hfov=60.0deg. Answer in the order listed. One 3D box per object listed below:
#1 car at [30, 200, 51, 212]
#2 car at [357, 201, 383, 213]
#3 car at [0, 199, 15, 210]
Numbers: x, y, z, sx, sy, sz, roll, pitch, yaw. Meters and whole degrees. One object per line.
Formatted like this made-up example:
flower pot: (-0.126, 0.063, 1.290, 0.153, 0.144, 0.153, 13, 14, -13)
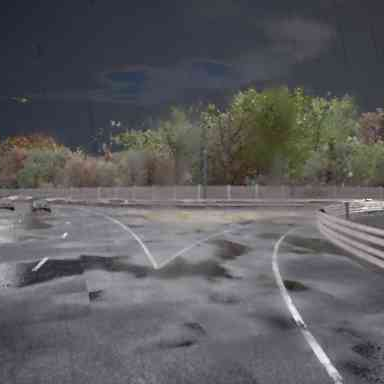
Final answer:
car: (-17.937, 1.611, 39.351, 2.033, 1.411, 5.357, 0, 0, -30)
car: (20.518, 1.664, 37.611, 4.181, 1.385, 1.994, 0, 0, -34)
car: (-23.781, 1.611, 42.337, 2.033, 1.411, 5.357, 0, 0, -33)
